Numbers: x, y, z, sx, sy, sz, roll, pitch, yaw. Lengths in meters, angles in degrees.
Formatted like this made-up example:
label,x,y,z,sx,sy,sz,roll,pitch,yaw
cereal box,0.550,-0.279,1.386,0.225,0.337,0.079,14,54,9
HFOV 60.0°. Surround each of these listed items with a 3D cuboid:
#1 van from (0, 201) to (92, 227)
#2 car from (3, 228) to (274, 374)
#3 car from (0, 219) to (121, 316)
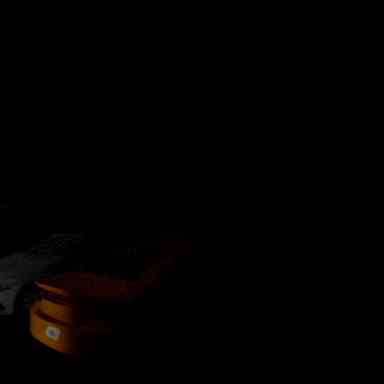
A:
label,x,y,z,sx,sy,sz,roll,pitch,yaw
van,-4.733,1.272,9.280,1.878,1.987,4.442,0,0,36
car,-0.191,1.486,5.890,2.097,1.535,5.008,0,0,36
car,-2.543,1.532,7.578,2.002,1.452,4.674,0,0,36
